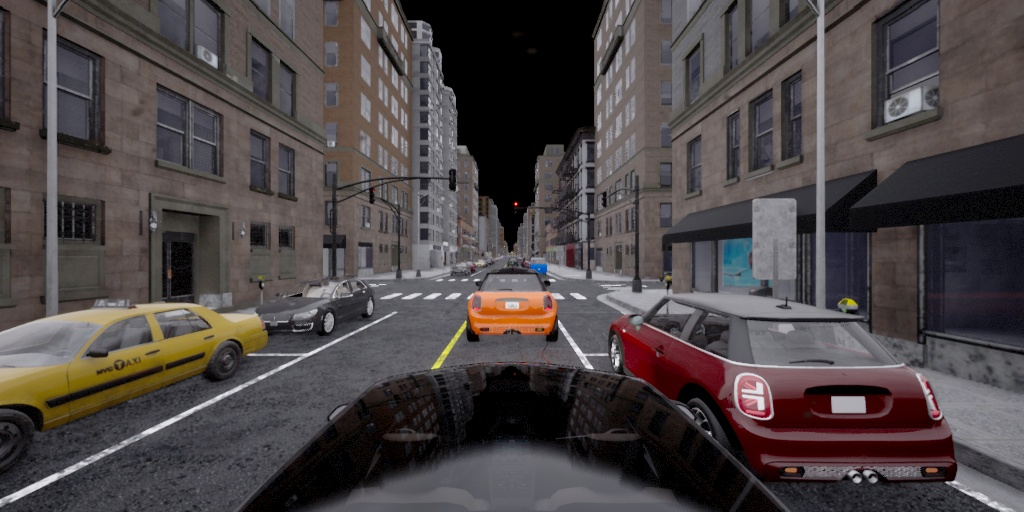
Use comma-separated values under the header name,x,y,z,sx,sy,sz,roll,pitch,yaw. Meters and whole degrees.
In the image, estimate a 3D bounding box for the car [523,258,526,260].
name,x,y,z,sx,sy,sz,roll,pitch,yaw
car,2.719,1.317,48.714,1.802,1.307,4.207,0,0,0

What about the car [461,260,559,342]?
name,x,y,z,sx,sy,sz,roll,pitch,yaw
car,0.025,1.100,9.973,2.097,1.767,4.553,0,0,1

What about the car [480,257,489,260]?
name,x,y,z,sx,sy,sz,roll,pitch,yaw
car,-5.287,1.254,59.915,1.751,1.417,4.829,0,0,0

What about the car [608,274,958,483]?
name,x,y,z,sx,sy,sz,roll,pitch,yaw
car,2.643,1.189,4.752,1.967,1.591,4.097,0,0,0

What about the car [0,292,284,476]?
name,x,y,z,sx,sy,sz,roll,pitch,yaw
car,-5.383,1.275,4.587,1.751,1.417,4.829,0,0,0

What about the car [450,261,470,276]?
name,x,y,z,sx,sy,sz,roll,pitch,yaw
car,-5.326,1.290,37.357,2.007,1.370,4.403,0,0,0

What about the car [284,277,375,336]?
name,x,y,z,sx,sy,sz,roll,pitch,yaw
car,-5.373,1.298,10.276,2.007,1.370,4.403,0,0,0

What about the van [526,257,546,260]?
name,x,y,z,sx,sy,sz,roll,pitch,yaw
van,2.699,1.080,37.352,1.690,1.789,3.998,0,0,0

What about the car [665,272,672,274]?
name,x,y,z,sx,sy,sz,roll,pitch,yaw
car,13.309,1.380,25.157,5.357,1.411,2.033,0,0,-1

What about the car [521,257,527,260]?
name,x,y,z,sx,sy,sz,roll,pitch,yaw
car,2.739,1.310,60.078,1.802,1.307,4.207,0,0,0
